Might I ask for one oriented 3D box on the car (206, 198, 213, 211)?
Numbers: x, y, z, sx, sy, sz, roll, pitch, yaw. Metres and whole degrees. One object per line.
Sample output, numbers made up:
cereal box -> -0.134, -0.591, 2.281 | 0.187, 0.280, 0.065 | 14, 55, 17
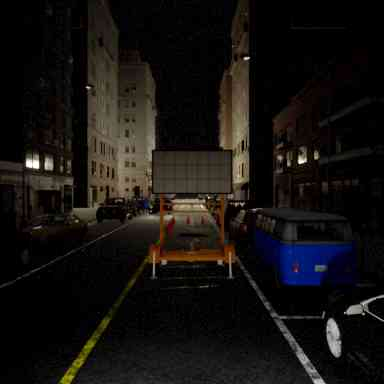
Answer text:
car -> 2.685, 1.560, 31.395 | 1.947, 1.339, 4.313 | 0, 0, 0

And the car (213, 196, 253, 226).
car -> 2.678, 1.312, 20.056 | 2.192, 1.841, 5.009 | 0, 0, 0

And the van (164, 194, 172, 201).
van -> -5.810, 1.282, 81.256 | 1.690, 1.788, 3.998 | 0, 0, 0

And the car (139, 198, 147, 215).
car -> -5.840, 1.545, 31.387 | 2.008, 1.369, 4.403 | 0, 0, 0

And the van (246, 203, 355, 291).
van -> 2.672, 1.340, 8.718 | 1.690, 1.788, 3.998 | 0, 0, 0

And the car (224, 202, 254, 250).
car -> 2.675, 1.438, 14.387 | 1.967, 1.590, 4.097 | 0, 0, 0

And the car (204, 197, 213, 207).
car -> 2.689, 1.544, 37.064 | 2.008, 1.369, 4.403 | 0, 0, 0

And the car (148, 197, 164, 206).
car -> -5.826, 1.527, 54.061 | 2.008, 1.369, 4.403 | 0, 0, 0

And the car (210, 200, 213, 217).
car -> 2.682, 1.562, 25.726 | 1.947, 1.339, 4.313 | 0, 0, 0

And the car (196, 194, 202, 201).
car -> 2.716, 1.381, 81.269 | 1.967, 1.590, 4.097 | 0, 0, 0

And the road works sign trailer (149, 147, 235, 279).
road works sign trailer -> 0.005, 0.463, 10.030 | 2.380, 3.560, 2.880 | 0, 0, 0

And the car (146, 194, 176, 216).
car -> -2.982, 1.346, 32.828 | 2.097, 1.767, 4.553 | 0, 0, 0

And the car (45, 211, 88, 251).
car -> -5.851, 1.524, 14.212 | 1.752, 1.417, 4.829 | 0, 0, 0

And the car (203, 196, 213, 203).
car -> 2.692, 1.571, 42.734 | 1.802, 1.307, 4.206 | 0, 0, 0

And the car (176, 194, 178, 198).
car -> -5.803, 1.237, 92.429 | 2.192, 1.841, 5.009 | 0, 0, 0

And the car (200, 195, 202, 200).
car -> 2.699, 1.501, 54.243 | 1.752, 1.417, 4.829 | 0, 0, 0

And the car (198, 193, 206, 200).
car -> 2.722, 1.237, 92.439 | 2.192, 1.841, 5.009 | 0, 0, 0

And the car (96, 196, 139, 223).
car -> -5.844, 1.311, 25.719 | 2.192, 1.841, 5.009 | 0, 0, 0

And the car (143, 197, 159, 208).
car -> -5.830, 1.509, 48.223 | 1.752, 1.417, 4.829 | 0, 0, 0

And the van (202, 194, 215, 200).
van -> 2.696, 1.325, 48.404 | 1.690, 1.788, 3.998 | 0, 0, 0

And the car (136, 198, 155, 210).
car -> -5.833, 1.515, 42.554 | 1.752, 1.417, 4.829 | 0, 0, 0

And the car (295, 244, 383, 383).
car -> 2.669, 1.551, 3.049 | 2.008, 1.369, 4.403 | 0, 0, 0

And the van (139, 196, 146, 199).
van -> -5.837, 1.334, 37.055 | 1.690, 1.788, 3.998 | 0, 0, 0

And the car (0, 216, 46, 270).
car -> -5.854, 1.544, 8.714 | 1.887, 1.381, 4.507 | 0, 0, 0
